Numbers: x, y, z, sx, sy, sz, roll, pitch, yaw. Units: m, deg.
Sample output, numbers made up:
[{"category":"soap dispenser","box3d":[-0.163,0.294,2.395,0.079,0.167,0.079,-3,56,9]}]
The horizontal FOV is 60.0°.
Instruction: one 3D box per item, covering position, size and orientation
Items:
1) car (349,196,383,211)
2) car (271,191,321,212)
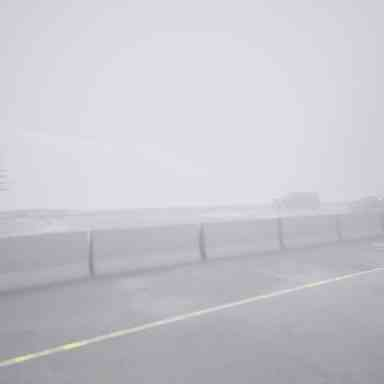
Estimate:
[{"category":"car","box3d":[18.398,1.198,34.479,4.902,1.511,2.128,0,0,-28]},{"category":"car","box3d":[10.831,0.955,34.453,5.566,2.045,2.150,0,0,-28]}]
